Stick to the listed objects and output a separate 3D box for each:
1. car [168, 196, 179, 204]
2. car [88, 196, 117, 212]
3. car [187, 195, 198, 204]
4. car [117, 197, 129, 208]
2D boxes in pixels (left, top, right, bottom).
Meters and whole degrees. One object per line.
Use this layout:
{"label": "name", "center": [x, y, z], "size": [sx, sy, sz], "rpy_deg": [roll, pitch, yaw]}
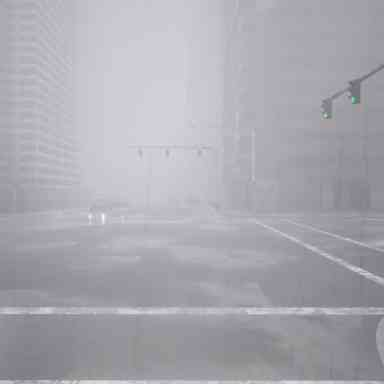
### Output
{"label": "car", "center": [-3.529, 1.492, 63.182], "size": [2.128, 1.511, 4.902], "rpy_deg": [0, 0, 0]}
{"label": "car", "center": [-10.617, 1.505, 39.384], "size": [1.837, 1.490, 4.892], "rpy_deg": [0, 0, 0]}
{"label": "car", "center": [0.074, 1.352, 63.510], "size": [2.097, 1.767, 4.553], "rpy_deg": [0, 0, 0]}
{"label": "car", "center": [-10.611, 1.526, 49.643], "size": [1.812, 1.442, 4.674], "rpy_deg": [0, 0, 0]}
